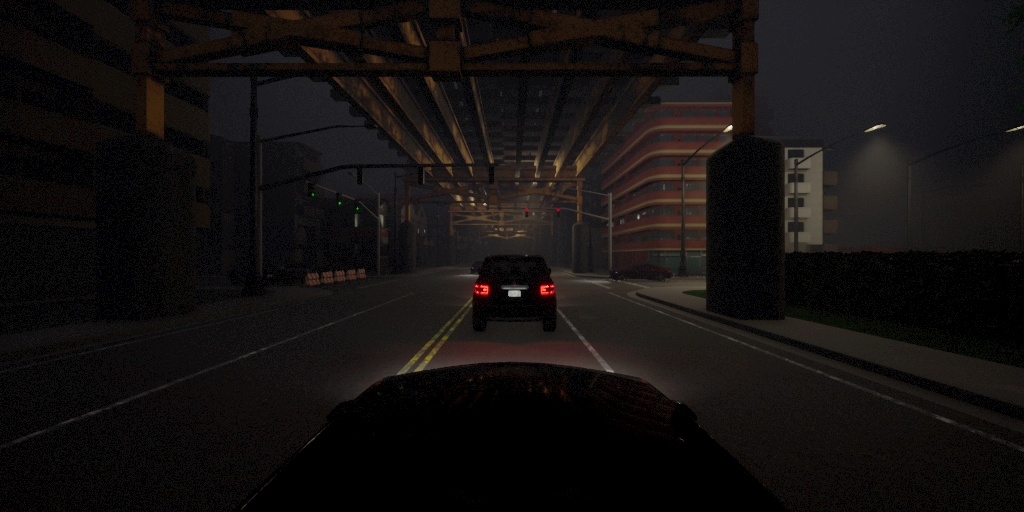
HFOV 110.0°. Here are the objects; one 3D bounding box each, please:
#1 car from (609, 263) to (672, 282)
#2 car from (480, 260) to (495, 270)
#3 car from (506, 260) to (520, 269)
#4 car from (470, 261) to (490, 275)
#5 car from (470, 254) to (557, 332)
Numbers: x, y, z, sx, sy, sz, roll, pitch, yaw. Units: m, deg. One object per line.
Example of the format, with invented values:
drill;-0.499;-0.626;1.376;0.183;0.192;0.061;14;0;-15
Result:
car;10.032;1.275;28.174;4.674;1.442;1.812;0;0;2
car;-3.556;1.272;52.972;1.812;1.442;4.674;0;0;0
car;0.139;1.292;56.140;2.033;1.411;5.357;0;0;0
car;-3.569;1.275;40.690;1.812;1.442;4.674;0;0;0
car;0.076;0.971;11.054;2.150;2.045;5.566;0;0;0
